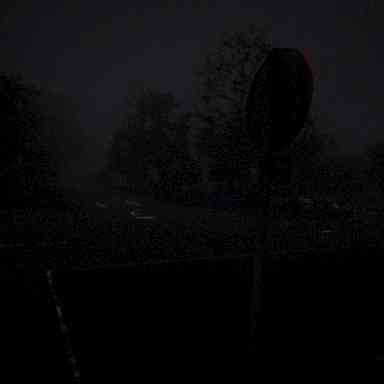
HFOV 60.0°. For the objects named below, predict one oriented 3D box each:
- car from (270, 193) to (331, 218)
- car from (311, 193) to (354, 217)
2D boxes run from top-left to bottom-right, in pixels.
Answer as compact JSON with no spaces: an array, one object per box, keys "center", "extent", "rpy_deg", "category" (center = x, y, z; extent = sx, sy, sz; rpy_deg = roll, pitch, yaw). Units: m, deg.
[{"center":[7.247,0.982,24.114],"extent":[2.002,1.452,4.674],"rpy_deg":[2,2,-27],"category":"car"},{"center":[10.047,0.911,25.610],"extent":[2.185,1.767,4.553],"rpy_deg":[2,2,-27],"category":"car"}]
